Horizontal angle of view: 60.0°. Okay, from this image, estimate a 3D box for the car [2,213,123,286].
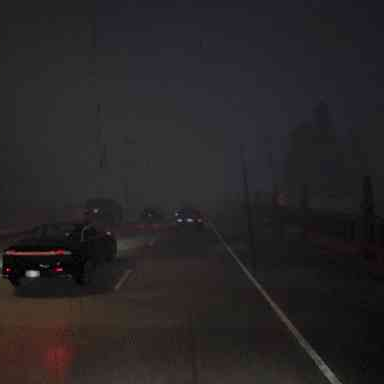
[{"bbox_3d":[-3.530,1.611,9.743,2.128,1.511,4.902,0,-1,-1],"label":"car"}]

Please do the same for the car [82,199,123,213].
[{"bbox_3d":[-7.184,1.550,27.398,2.150,2.045,5.566,0,0,0],"label":"car"}]

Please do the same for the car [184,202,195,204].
[{"bbox_3d":[-0.295,1.980,43.437,1.882,1.535,5.008,0,0,0],"label":"car"}]

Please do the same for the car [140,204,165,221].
[{"bbox_3d":[-3.710,1.894,31.405,1.812,1.442,4.674,0,0,0],"label":"car"}]

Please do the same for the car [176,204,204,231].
[{"bbox_3d":[-0.151,1.813,22.829,2.033,1.411,5.357,0,-1,0],"label":"car"}]

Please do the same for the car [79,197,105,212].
[{"bbox_3d":[-14.508,1.805,48.796,2.150,2.045,5.566,0,-1,0],"label":"car"}]
